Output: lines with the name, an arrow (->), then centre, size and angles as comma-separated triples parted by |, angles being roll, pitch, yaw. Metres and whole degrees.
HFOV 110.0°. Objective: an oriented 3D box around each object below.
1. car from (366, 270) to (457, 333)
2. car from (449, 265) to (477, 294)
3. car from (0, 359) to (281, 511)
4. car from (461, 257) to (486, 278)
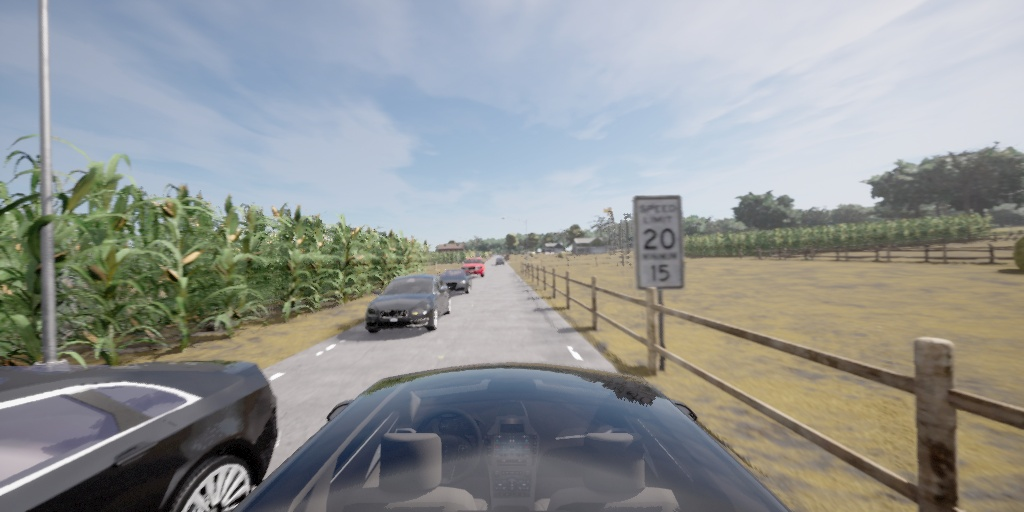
car -> -3.103, 1.387, 11.552 | 1.837, 1.490, 4.892 | -1, 0, -2
car -> -3.439, 1.491, 21.488 | 1.994, 1.385, 4.181 | -1, 0, -2
car -> -2.840, 1.311, 0.946 | 2.128, 1.511, 4.902 | -1, 0, 0
car -> -3.917, 1.178, 37.115 | 2.150, 2.045, 5.566 | -1, 0, -2
